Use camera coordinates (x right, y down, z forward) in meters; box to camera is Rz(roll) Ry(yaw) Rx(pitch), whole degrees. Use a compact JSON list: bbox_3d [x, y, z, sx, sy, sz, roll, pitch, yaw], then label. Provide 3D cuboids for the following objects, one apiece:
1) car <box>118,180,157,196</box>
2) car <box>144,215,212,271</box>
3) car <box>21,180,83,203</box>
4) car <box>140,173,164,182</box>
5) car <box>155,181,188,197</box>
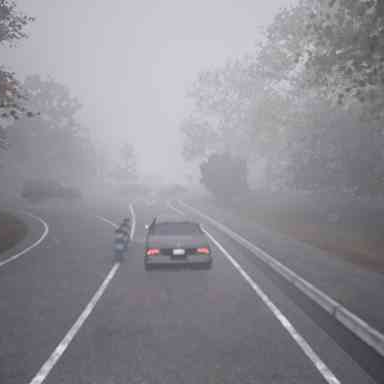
[{"bbox_3d":[-6.896,-0.316,40.350,4.181,1.385,1.994,-4,6,-44],"label":"car"},{"bbox_3d":[-0.532,1.429,10.548,2.033,1.411,5.357,0,2,-5],"label":"car"},{"bbox_3d":[-13.748,-0.109,32.859,5.566,2.045,2.150,-1,4,-13],"label":"car"},{"bbox_3d":[-8.591,-2.980,71.780,5.566,2.045,2.150,2,5,30],"label":"car"},{"bbox_3d":[-2.213,-0.287,39.729,2.033,1.411,5.357,2,5,21],"label":"car"}]
